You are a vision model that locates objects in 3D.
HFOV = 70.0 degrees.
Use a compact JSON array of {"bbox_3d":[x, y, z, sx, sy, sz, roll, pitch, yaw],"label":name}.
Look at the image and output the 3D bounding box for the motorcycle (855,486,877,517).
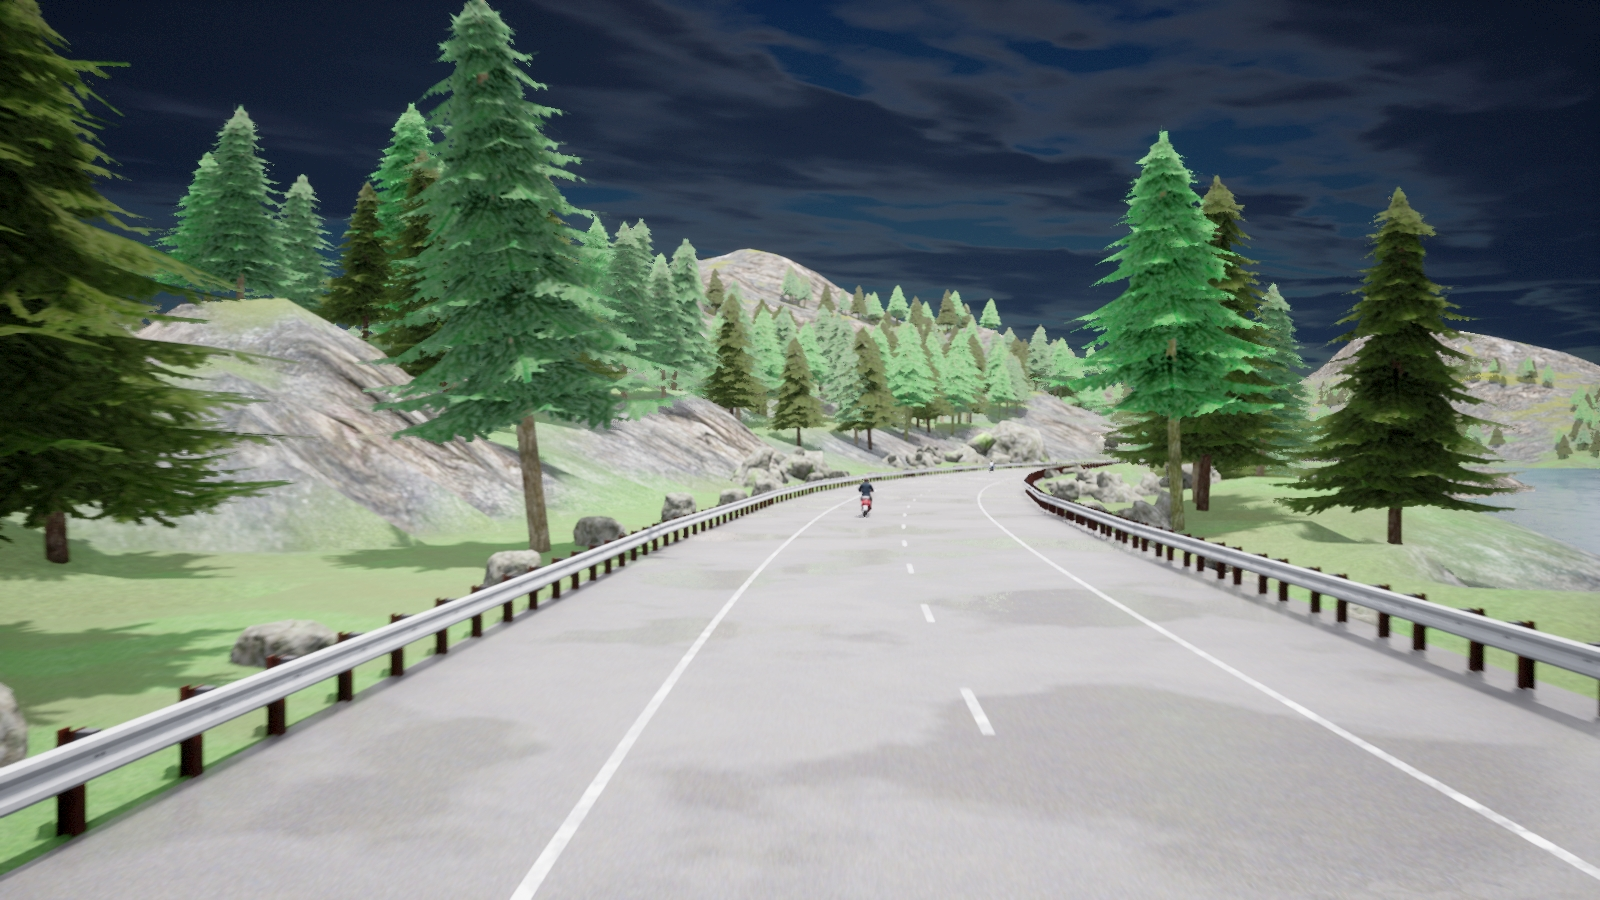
[{"bbox_3d":[2.771,2.146,47.930,0.856,1.236,1.805,0,0,6],"label":"motorcycle"}]
